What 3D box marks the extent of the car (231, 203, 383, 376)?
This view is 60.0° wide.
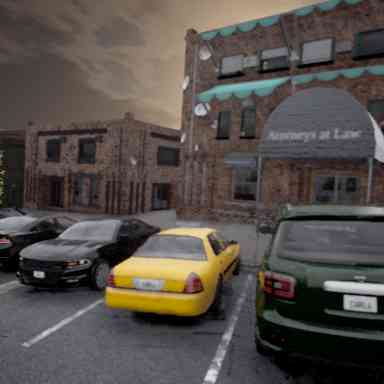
[{"bbox_3d":[2.348,1.214,5.812,2.435,2.045,5.566,0,-1,16],"label":"car"}]

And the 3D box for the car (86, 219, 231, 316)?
[{"bbox_3d":[0.001,1.447,7.657,1.946,1.575,5.366,0,-1,15],"label":"car"}]

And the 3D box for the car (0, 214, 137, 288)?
[{"bbox_3d":[-2.439,1.440,9.183,2.097,1.535,5.008,0,-1,15],"label":"car"}]

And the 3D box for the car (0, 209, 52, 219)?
[{"bbox_3d":[-4.839,1.436,10.868,2.097,1.535,5.008,0,-1,15],"label":"car"}]

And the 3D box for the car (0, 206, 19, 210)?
[{"bbox_3d":[-7.245,1.314,12.542,2.185,1.767,4.553,0,-1,15],"label":"car"}]
